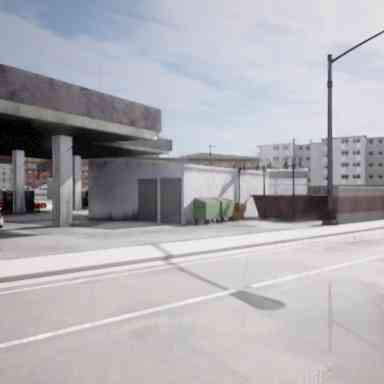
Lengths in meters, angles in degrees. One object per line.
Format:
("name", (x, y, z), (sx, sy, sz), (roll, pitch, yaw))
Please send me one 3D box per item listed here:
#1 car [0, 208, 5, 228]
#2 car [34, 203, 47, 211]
("car", (-12.773, 1.448, 20.494), (1.970, 1.475, 3.806), (0, 0, -34))
("car", (-19.307, 1.572, 38.579), (1.895, 1.301, 4.718), (0, 0, 29))
